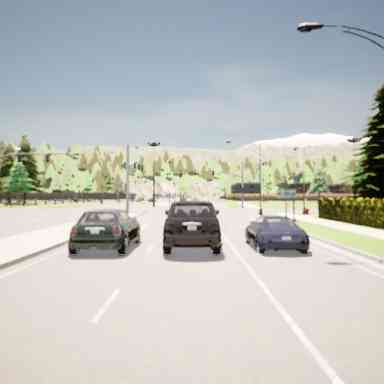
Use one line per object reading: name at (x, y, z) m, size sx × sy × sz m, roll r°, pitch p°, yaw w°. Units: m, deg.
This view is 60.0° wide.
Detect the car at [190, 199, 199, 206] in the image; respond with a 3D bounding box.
car at (0.599, 2.189, 70.346) m, size 1.812 × 1.442 × 4.674 m, roll 0°, pitch -1°, yaw 1°

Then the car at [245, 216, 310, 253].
car at (3.506, 1.700, 14.300) m, size 1.994 × 1.385 × 4.181 m, roll 0°, pitch 0°, yaw 0°

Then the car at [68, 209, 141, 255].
car at (-3.496, 1.484, 14.090) m, size 2.097 × 1.767 × 4.553 m, roll 0°, pitch -1°, yaw 0°

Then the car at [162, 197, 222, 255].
car at (0.002, 1.350, 14.026) m, size 2.150 × 2.045 × 5.566 m, roll 0°, pitch 0°, yaw 0°
